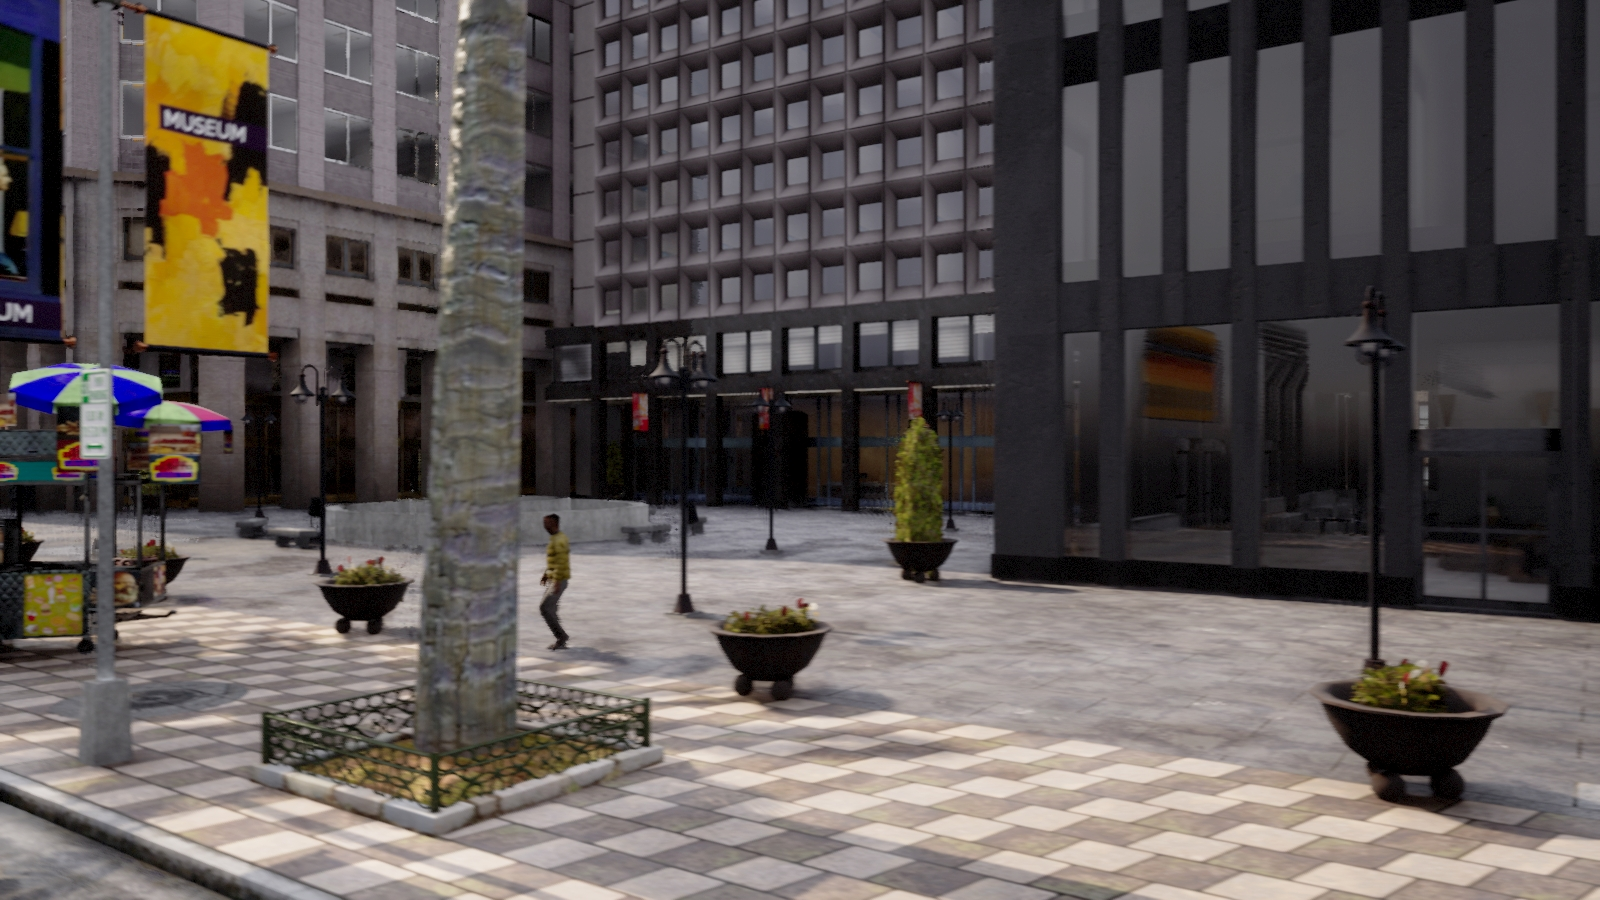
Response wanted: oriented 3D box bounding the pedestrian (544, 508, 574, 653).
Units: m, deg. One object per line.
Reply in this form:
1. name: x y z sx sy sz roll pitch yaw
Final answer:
1. pedestrian: -3.160 1.699 14.987 0.375 1.860 0.375 0 0 -14
